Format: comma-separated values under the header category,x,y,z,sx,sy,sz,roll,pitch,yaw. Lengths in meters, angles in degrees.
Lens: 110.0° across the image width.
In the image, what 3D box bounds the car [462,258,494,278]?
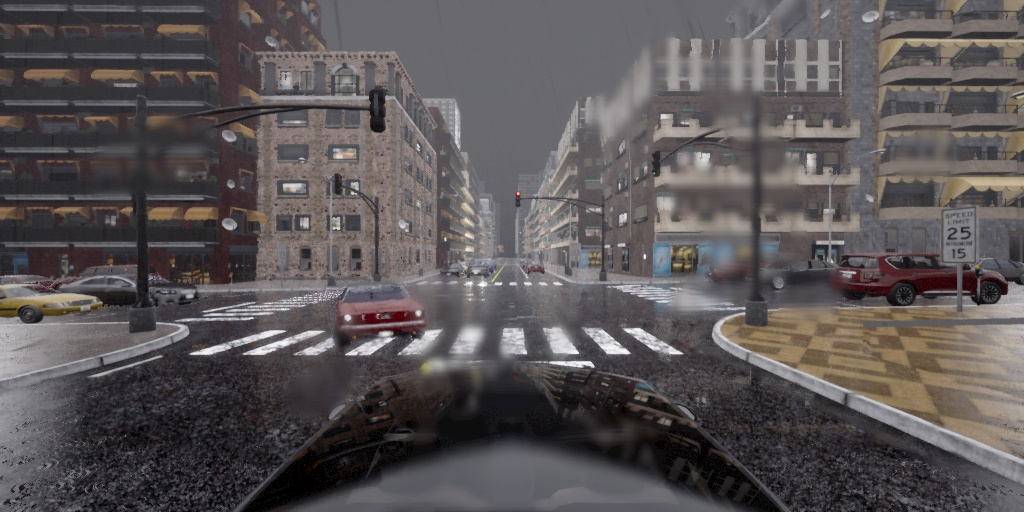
category,x,y,z,sx,sy,sz,roll,pitch,yaw
car,-3.165,1.247,34.029,2.128,1.511,4.902,0,0,0

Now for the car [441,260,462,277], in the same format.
category,x,y,z,sx,sy,sz,roll,pitch,yaw
car,-5.757,1.322,35.154,1.948,1.339,4.313,0,0,0

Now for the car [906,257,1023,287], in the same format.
category,x,y,z,sx,sy,sz,roll,pitch,yaw
car,24.727,0.807,19.052,5.357,1.411,2.033,-1,0,-1

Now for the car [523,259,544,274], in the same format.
category,x,y,z,sx,sy,sz,roll,pitch,yaw
car,2.611,1.198,40.855,1.967,1.591,4.097,0,0,0

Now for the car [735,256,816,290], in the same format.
category,x,y,z,sx,sy,sz,roll,pitch,yaw
car,14.936,0.947,18.944,4.892,1.490,1.837,-1,0,-1

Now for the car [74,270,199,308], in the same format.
category,x,y,z,sx,sy,sz,roll,pitch,yaw
car,-16.344,1.518,15.415,4.902,1.511,2.128,-1,0,-1

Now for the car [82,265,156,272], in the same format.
category,x,y,z,sx,sy,sz,roll,pitch,yaw
car,-23.638,1.462,21.088,5.009,1.841,2.192,0,0,-1

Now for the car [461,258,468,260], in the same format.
category,x,y,z,sx,sy,sz,roll,pitch,yaw
car,-5.769,1.284,40.666,1.751,1.417,4.829,0,0,0

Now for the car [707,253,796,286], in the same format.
category,x,y,z,sx,sy,sz,roll,pitch,yaw
car,14.536,0.759,21.530,5.009,1.841,2.192,0,0,-1

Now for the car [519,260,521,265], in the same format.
category,x,y,z,sx,sy,sz,roll,pitch,yaw
car,2.577,1.349,57.902,1.802,1.307,4.207,0,0,0

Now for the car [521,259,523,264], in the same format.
category,x,y,z,sx,sy,sz,roll,pitch,yaw
car,2.600,1.200,46.537,1.967,1.591,4.097,0,0,0

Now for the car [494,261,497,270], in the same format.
category,x,y,z,sx,sy,sz,roll,pitch,yaw
car,-3.183,1.237,43.451,1.882,1.535,5.008,0,0,0

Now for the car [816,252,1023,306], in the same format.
category,x,y,z,sx,sy,sz,roll,pitch,yaw
car,14.687,0.775,13.151,5.009,1.841,2.192,0,0,-1

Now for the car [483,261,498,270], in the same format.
category,x,y,z,sx,sy,sz,roll,pitch,yaw
car,-3.196,1.365,53.448,1.895,1.301,4.718,0,0,0

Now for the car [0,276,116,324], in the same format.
category,x,y,z,sx,sy,sz,roll,pitch,yaw
car,-17.652,1.585,12.804,4.829,1.417,1.751,0,0,-1

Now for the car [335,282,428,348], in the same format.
category,x,y,z,sx,sy,sz,roll,pitch,yaw
car,-3.641,1.390,9.646,1.895,1.301,4.718,0,-1,-26
